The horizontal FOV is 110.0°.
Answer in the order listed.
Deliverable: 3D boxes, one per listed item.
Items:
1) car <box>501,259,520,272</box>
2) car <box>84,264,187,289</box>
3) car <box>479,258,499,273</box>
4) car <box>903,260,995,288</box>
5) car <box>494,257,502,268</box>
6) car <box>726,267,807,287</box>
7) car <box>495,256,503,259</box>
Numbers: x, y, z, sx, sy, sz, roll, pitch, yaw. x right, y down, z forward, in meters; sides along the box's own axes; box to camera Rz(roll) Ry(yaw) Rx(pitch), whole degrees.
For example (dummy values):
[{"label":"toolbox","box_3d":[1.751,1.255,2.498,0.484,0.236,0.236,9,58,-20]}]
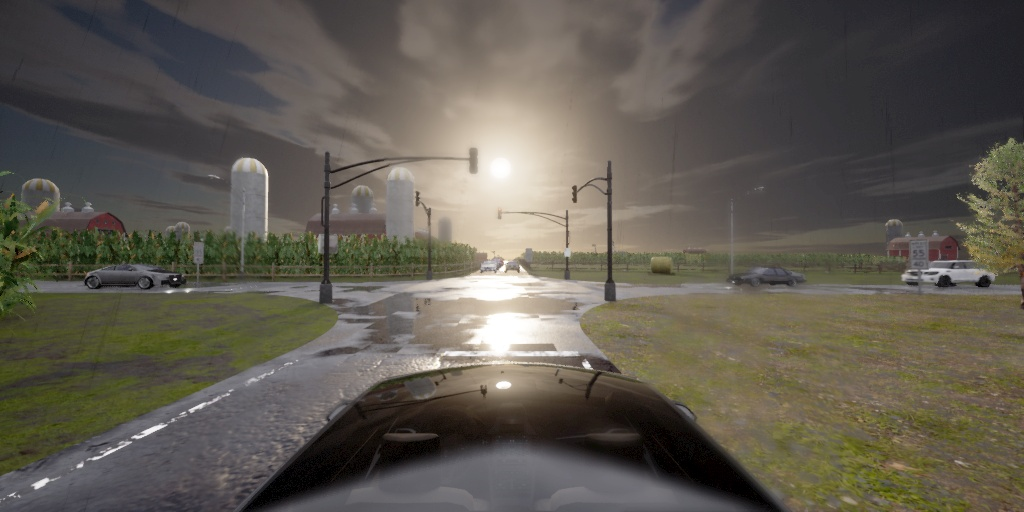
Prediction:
[{"label":"car","box_3d":[0.055,1.340,46.153,2.033,1.411,5.357,0,0,0]},{"label":"car","box_3d":[-20.965,1.118,20.094,4.181,1.385,1.994,0,-1,-3]},{"label":"car","box_3d":[-2.800,1.314,43.446,1.812,1.442,4.674,0,0,-1]},{"label":"car","box_3d":[33.301,1.338,27.413,5.566,2.045,2.150,1,-1,-4]},{"label":"car","box_3d":[-2.850,1.328,52.604,1.812,1.442,4.674,0,0,0]},{"label":"car","box_3d":[18.685,1.526,26.366,5.357,1.411,2.033,1,-1,-8]},{"label":"car","box_3d":[-2.864,1.298,62.624,1.882,1.535,5.008,0,0,0]}]
